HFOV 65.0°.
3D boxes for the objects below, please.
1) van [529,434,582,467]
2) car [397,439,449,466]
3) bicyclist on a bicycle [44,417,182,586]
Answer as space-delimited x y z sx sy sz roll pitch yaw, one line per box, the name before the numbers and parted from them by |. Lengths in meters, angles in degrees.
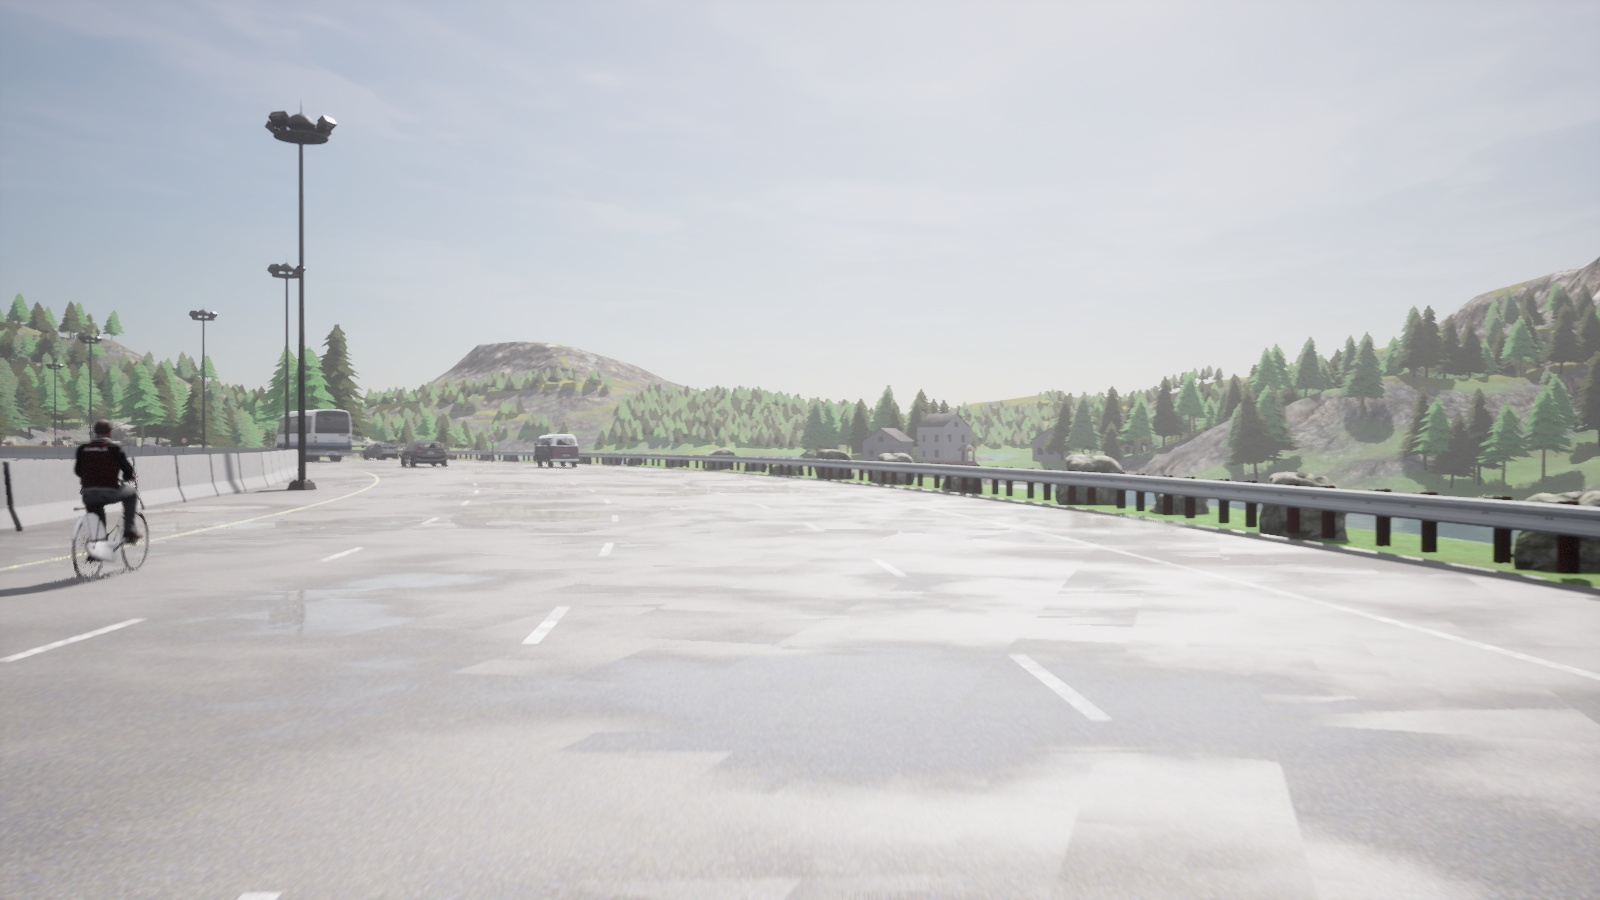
van | -15.224 0.019 78.122 2.069 2.038 4.480 0 0 -27
car | -23.991 0.124 79.812 2.242 1.667 4.611 0 0 -29
bicyclist on a bicycle | -7.677 0.532 14.131 0.659 1.776 1.843 0 1 -5
